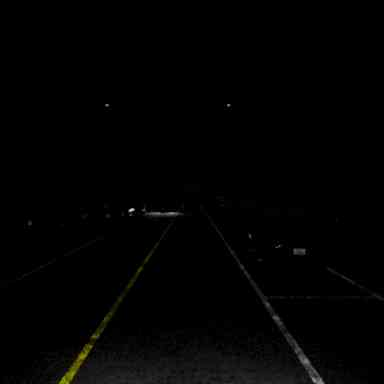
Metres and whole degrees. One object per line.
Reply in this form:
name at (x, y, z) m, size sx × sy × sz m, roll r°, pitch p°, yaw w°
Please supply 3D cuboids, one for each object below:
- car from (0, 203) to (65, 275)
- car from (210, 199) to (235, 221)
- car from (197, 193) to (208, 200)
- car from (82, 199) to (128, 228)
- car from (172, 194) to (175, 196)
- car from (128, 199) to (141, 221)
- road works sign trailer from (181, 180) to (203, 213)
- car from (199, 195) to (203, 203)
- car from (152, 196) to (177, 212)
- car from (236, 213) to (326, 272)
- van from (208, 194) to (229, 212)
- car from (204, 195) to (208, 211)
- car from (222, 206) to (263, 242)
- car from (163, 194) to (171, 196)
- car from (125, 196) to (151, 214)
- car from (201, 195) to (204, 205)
car at (-5.763, 1.317, 10.597) m, size 2.192 × 1.841 × 5.009 m, roll 0°, pitch 0°, yaw 0°
car at (2.758, 1.554, 27.443) m, size 1.887 × 1.381 × 4.507 m, roll 0°, pitch 0°, yaw 0°
car at (2.748, 1.357, 66.706) m, size 2.192 × 1.841 × 5.009 m, roll 0°, pitch 0°, yaw 0°
car at (-5.766, 1.446, 21.816) m, size 1.967 × 1.590 × 4.097 m, roll 0°, pitch 0°, yaw 0°
car at (-5.779, 1.495, 77.911) m, size 1.967 × 1.590 × 4.097 m, roll 0°, pitch 0°, yaw 0°
car at (-5.768, 1.559, 27.426) m, size 2.008 × 1.369 × 4.403 m, roll 0°, pitch 0°, yaw 0°
road works sign trailer at (-0.008, 0.479, 37.385) m, size 2.380 × 3.560 × 2.880 m, roll 0°, pitch 0°, yaw 0°
car at (2.749, 1.617, 61.097) m, size 1.802 × 1.307 × 4.206 m, roll 0°, pitch 0°, yaw 0°
car at (-3.101, 1.521, 38.246) m, size 1.837 × 1.490 × 4.892 m, roll 0°, pitch 0°, yaw 0°
car at (2.761, 1.568, 10.615) m, size 1.947 × 1.339 × 4.313 m, roll 0°, pitch 0°, yaw 0°
van at (2.757, 1.353, 33.052) m, size 1.690 × 1.788 × 3.998 m, roll 0°, pitch 0°, yaw 0°
car at (2.755, 1.456, 38.661) m, size 1.967 × 1.590 × 4.097 m, roll 0°, pitch 0°, yaw 0°
car at (2.760, 1.570, 16.225) m, size 1.947 × 1.339 × 4.313 m, roll 0°, pitch 0°, yaw 0°
car at (-5.777, 1.566, 66.522) m, size 1.752 × 1.417 × 4.829 m, roll 0°, pitch 0°, yaw 0°
car at (-5.768, 1.326, 33.035) m, size 2.192 × 1.841 × 5.009 m, roll 0°, pitch 0°, yaw 0°
car at (2.752, 1.590, 49.879) m, size 1.947 × 1.339 × 4.313 m, roll 0°, pitch 0°, yaw 0°
